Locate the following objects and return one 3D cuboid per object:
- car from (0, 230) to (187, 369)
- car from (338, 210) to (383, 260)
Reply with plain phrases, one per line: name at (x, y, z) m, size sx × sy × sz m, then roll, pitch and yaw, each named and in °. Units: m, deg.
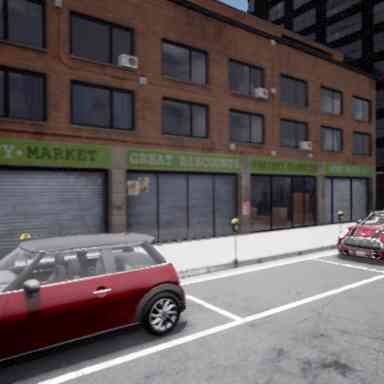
car at (-2.167, 1.433, 4.988) m, size 4.097 × 1.590 × 1.967 m, roll -1°, pitch 0°, yaw -35°
car at (6.791, 1.353, 11.376) m, size 4.097 × 1.590 × 1.967 m, roll -1°, pitch 0°, yaw -35°
